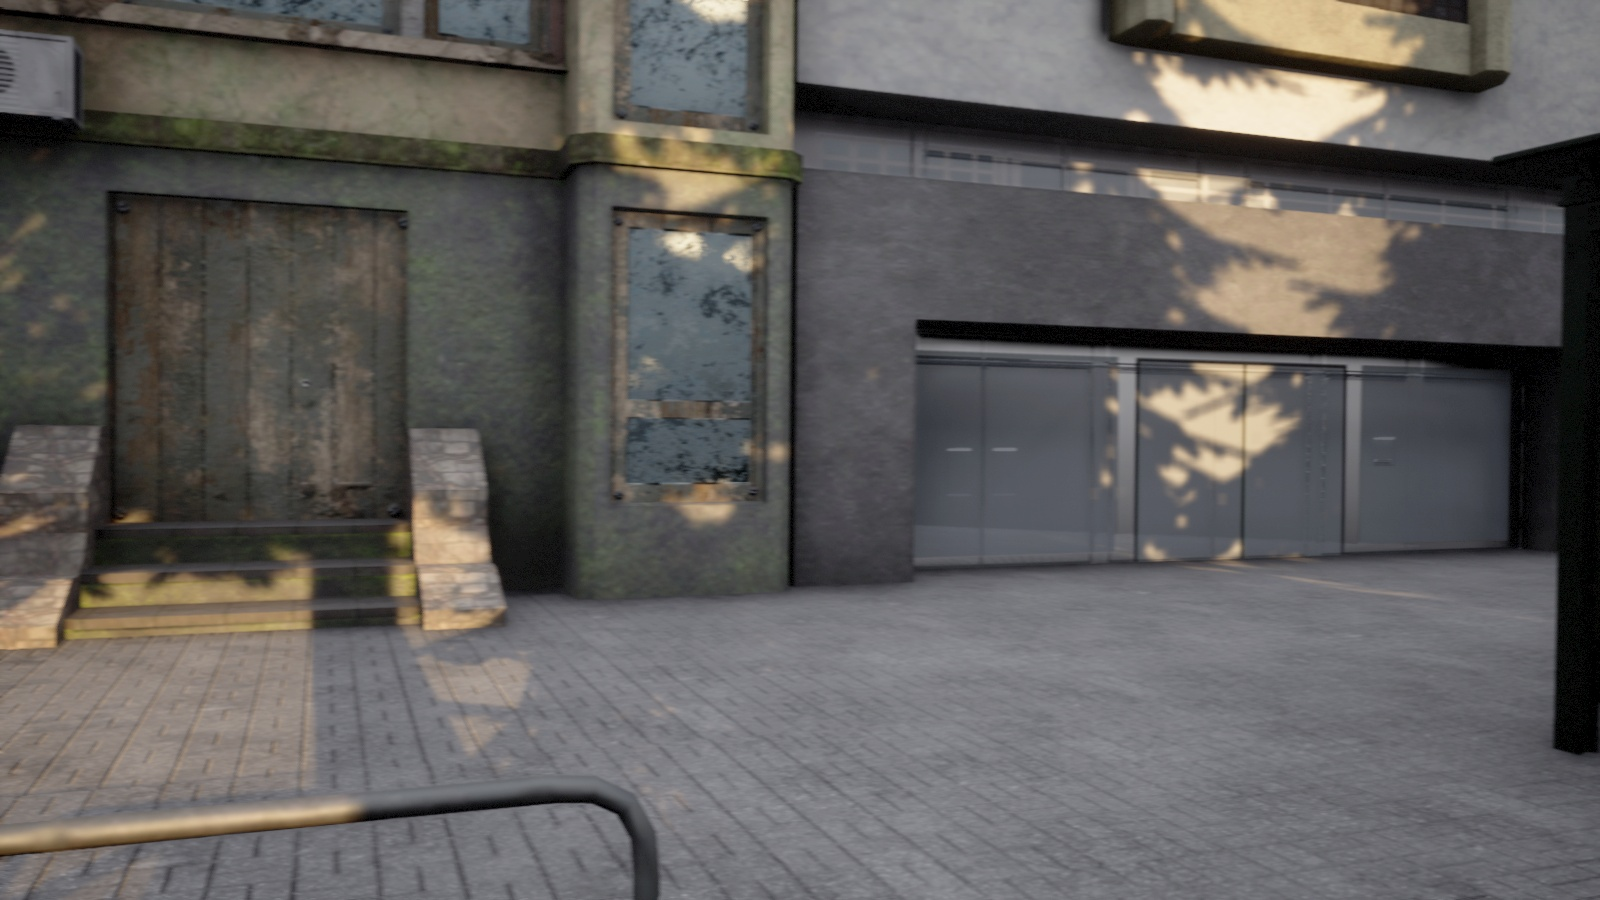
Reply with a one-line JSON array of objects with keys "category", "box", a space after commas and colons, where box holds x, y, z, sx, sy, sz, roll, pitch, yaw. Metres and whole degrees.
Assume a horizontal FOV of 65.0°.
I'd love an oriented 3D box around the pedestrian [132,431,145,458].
[{"category": "pedestrian", "box": [-44.846, -0.374, 85.156, 0.726, 1.835, 0.370, -1, 1, -23]}]
